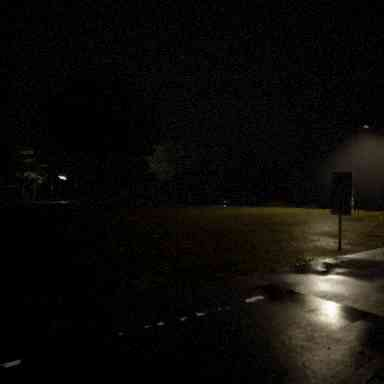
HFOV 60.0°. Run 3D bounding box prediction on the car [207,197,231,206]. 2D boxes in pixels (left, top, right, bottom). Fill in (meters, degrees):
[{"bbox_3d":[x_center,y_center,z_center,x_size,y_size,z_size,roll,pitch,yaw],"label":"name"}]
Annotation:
[{"bbox_3d":[4.649,1.532,56.792,1.882,1.535,5.008,4,-3,-35],"label":"car"}]
